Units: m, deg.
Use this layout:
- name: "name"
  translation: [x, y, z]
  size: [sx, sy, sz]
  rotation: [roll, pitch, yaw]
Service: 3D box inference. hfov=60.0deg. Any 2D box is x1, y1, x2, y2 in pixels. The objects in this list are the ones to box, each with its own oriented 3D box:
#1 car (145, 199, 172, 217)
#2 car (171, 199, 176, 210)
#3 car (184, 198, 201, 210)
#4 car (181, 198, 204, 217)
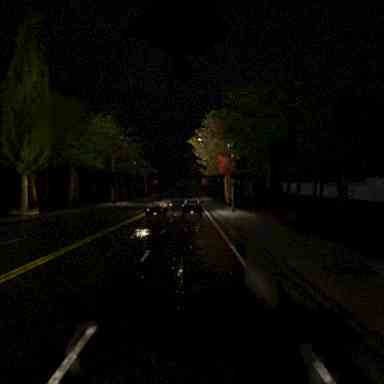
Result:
- name: "car"
  translation: [-3.238, 1.619, 31.482]
  size: [1.895, 1.301, 4.718]
  rotation: [0, 0, 0]
- name: "car"
  translation: [-3.211, 1.612, 43.560]
  size: [2.033, 1.411, 5.357]
  rotation: [0, 0, 0]
- name: "car"
  translation: [0.059, 1.560, 45.084]
  size: [2.128, 1.511, 4.902]
  rotation: [0, 0, 0]
- name: "car"
  translation: [0.019, 1.519, 31.076]
  size: [1.837, 1.490, 4.892]
  rotation: [0, -1, 0]
